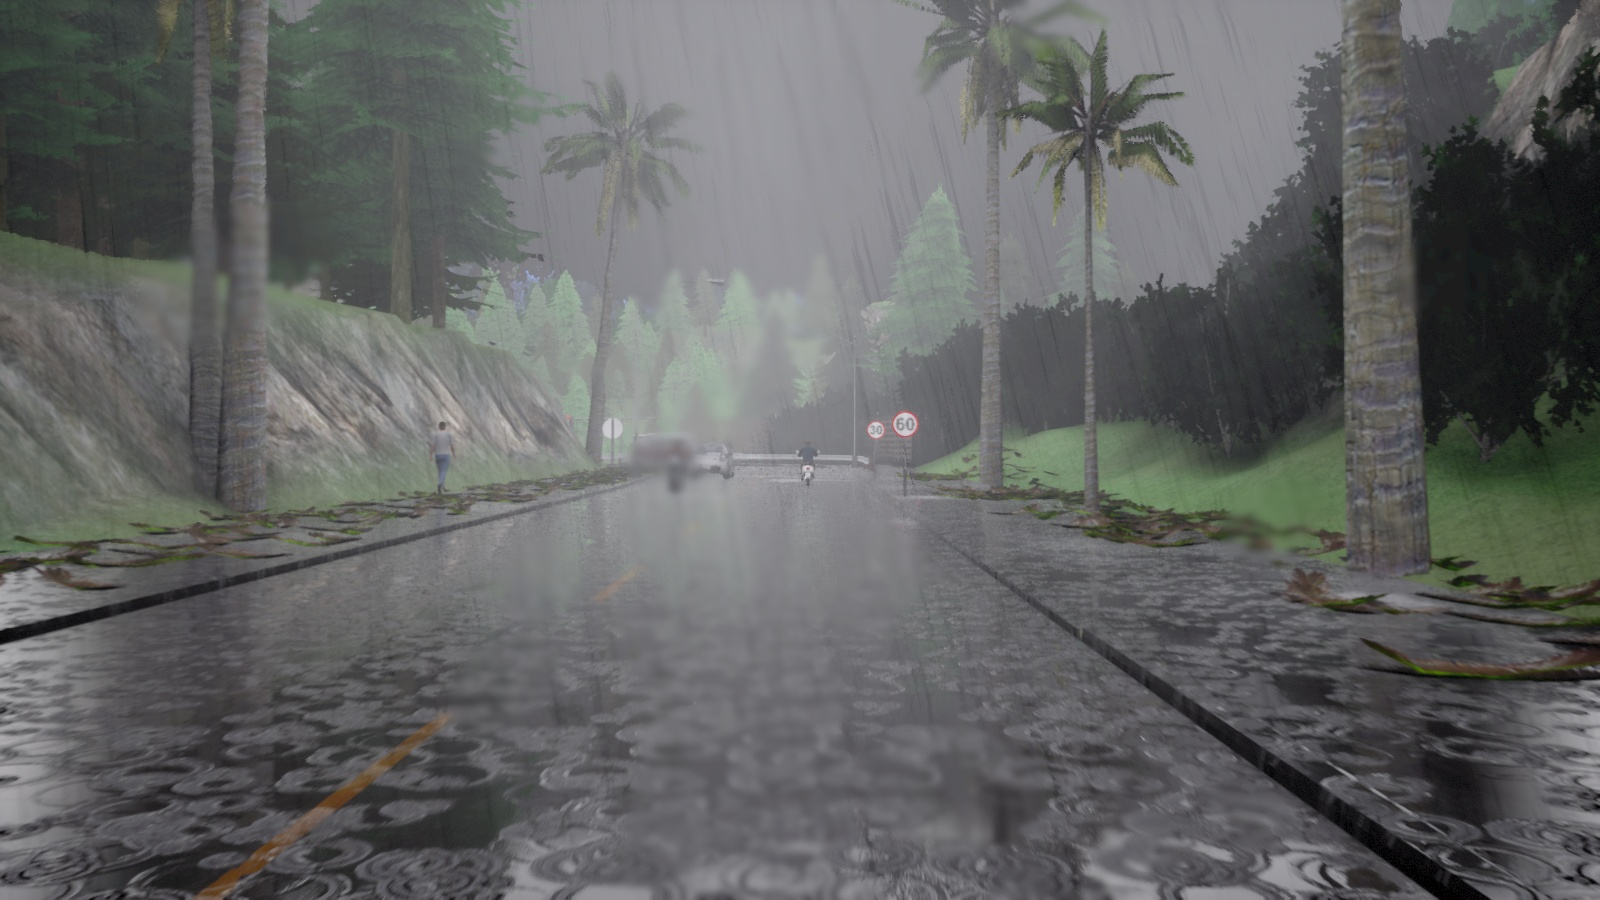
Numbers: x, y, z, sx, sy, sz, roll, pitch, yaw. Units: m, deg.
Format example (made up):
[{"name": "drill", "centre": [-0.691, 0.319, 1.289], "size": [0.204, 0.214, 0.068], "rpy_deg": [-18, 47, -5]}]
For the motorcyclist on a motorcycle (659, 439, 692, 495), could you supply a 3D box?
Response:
[{"name": "motorcyclist on a motorcycle", "centre": [-3.757, 0.479, 38.096], "size": [0.766, 1.649, 2.350], "rpy_deg": [0, 1, 0]}]

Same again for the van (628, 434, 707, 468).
[{"name": "van", "centre": [-8.030, 0.064, 76.386], "size": [4.442, 1.987, 1.775], "rpy_deg": [0, 0, 16]}]

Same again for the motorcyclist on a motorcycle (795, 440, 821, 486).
[{"name": "motorcyclist on a motorcycle", "centre": [0.278, 0.451, 44.132], "size": [0.866, 1.590, 1.817], "rpy_deg": [0, 0, 0]}]

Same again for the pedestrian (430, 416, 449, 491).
[{"name": "pedestrian", "centre": [-8.934, 0.085, 31.105], "size": [0.354, 1.836, 0.706], "rpy_deg": [0, 0, -8]}]

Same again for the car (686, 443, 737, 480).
[{"name": "car", "centre": [-3.672, 0.462, 52.389], "size": [1.845, 1.501, 3.633], "rpy_deg": [0, 0, 0]}]
